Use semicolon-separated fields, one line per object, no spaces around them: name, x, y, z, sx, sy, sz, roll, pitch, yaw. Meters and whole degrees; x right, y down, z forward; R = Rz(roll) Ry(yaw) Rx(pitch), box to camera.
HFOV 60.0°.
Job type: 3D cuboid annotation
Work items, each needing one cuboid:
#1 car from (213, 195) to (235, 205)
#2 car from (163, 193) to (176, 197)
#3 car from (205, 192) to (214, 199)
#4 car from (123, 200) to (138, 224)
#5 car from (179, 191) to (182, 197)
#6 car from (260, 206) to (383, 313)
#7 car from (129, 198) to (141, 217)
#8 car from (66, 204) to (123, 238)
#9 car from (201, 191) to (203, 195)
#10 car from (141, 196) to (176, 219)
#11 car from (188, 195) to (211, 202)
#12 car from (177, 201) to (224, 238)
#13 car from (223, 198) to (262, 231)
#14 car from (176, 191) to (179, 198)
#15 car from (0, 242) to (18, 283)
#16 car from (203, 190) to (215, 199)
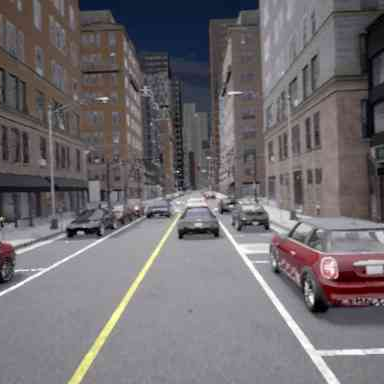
car;3.231;1.169;29.291;1.947;1.339;4.313;-2;1;1
car;-4.811;1.181;66.494;1.802;1.307;4.206;-2;0;1
car;3.781;0.757;71.955;1.752;1.417;4.829;-2;0;1
car;-5.352;1.561;23.895;1.802;1.307;4.206;-2;1;1
car;-4.444;0.926;93.363;1.752;1.417;4.829;-2;0;1
car;2.966;1.257;7.287;1.967;1.590;4.097;-2;1;1
car;-5.293;1.366;29.394;1.967;1.590;4.097;-2;1;1
car;-5.418;1.598;18.394;1.947;1.339;4.313;-2;1;1
car;3.854;0.742;77.193;2.008;1.369;4.403;-2;0;1
car;-2.634;1.386;27.896;2.033;1.411;5.357;-2;1;1
car;0.402;1.243;28.545;1.812;1.442;4.674;-2;1;2
car;0.295;1.394;16.750;1.994;1.385;4.181;-2;1;0
car;3.100;1.260;18.290;2.008;1.369;4.403;-2;1;1
car;-4.664;1.064;77.309;2.008;1.369;4.403;-2;0;1
car;-5.547;1.721;7.393;1.802;1.307;4.206;-2;1;1
car;3.701;0.717;66.376;1.967;1.590;4.097;-2;0;1
